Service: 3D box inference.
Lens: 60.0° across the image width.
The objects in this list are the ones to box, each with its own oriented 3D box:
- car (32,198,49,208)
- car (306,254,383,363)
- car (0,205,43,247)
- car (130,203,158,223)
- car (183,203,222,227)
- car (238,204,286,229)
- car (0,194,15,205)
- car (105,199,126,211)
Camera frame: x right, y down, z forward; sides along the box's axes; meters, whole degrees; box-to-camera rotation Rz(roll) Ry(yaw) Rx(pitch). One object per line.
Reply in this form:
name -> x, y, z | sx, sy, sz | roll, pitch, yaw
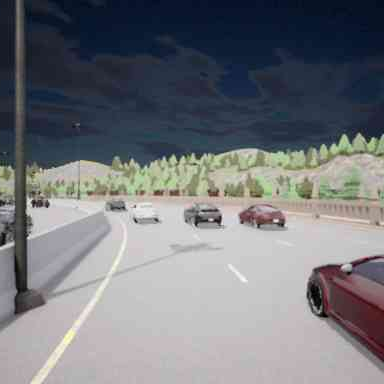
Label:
car -> -23.892, 1.656, 52.437 | 1.882, 1.535, 5.008 | 0, 0, -34
car -> 3.270, 1.556, 4.802 | 1.994, 1.385, 4.181 | 0, 0, -3
car -> -8.609, 1.551, 14.937 | 2.128, 1.511, 4.902 | 0, 0, -10
car -> -3.841, 1.579, 26.399 | 1.812, 1.442, 4.674 | 0, 0, -15
car -> 0.637, 1.520, 22.998 | 2.128, 1.511, 4.902 | 0, 0, -13
car -> 4.492, 1.535, 21.821 | 1.812, 1.442, 4.674 | 0, 0, -11
car -> -30.565, 1.436, 55.650 | 2.150, 2.045, 5.566 | 0, 0, -37
car -> -9.694, 1.592, 41.937 | 2.128, 1.511, 4.902 | 0, 0, -25
